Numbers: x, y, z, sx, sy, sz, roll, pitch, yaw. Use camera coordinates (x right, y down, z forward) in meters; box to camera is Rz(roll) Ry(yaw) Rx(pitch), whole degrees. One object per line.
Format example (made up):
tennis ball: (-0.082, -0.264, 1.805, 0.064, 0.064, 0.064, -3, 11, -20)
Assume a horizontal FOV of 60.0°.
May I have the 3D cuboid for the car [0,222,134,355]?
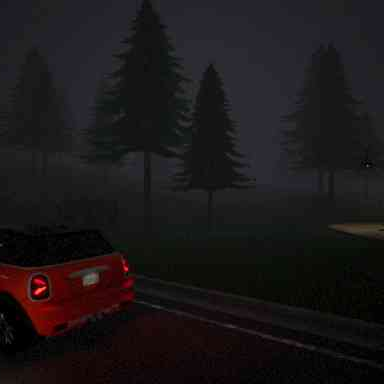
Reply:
car: (-3.278, 1.353, 6.328, 4.553, 1.767, 2.097, 0, 0, 35)
